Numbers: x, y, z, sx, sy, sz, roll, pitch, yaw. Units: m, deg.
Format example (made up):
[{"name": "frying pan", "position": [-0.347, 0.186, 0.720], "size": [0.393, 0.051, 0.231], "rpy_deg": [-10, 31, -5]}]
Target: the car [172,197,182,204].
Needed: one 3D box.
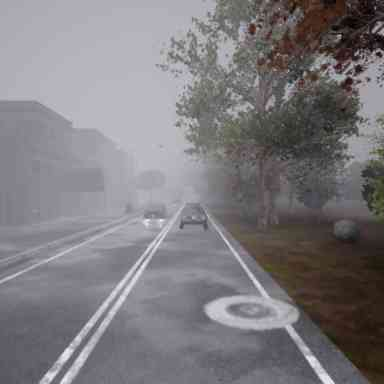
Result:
[{"name": "car", "position": [-3.244, 1.856, 71.848], "size": [1.994, 1.385, 4.181], "rpy_deg": [0, 0, 0]}]

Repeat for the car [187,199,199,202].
[{"name": "car", "position": [0.103, 1.676, 41.777], "size": [1.882, 1.535, 5.008], "rpy_deg": [0, 0, 0]}]

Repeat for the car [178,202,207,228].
[{"name": "car", "position": [0.103, 1.664, 23.186], "size": [2.033, 1.411, 5.357], "rpy_deg": [0, 0, 0]}]

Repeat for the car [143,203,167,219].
[{"name": "car", "position": [-3.347, 1.701, 31.272], "size": [2.033, 1.411, 5.357], "rpy_deg": [0, 0, 0]}]
